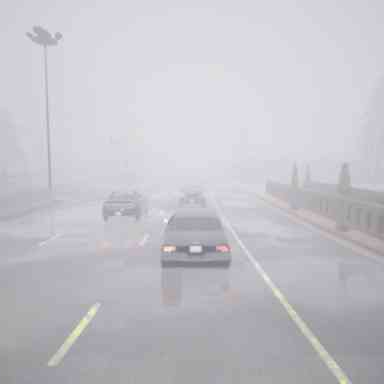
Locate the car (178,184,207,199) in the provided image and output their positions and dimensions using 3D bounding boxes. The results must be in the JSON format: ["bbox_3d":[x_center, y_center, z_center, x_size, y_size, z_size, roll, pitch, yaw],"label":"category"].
[{"bbox_3d":[0.046,0.195,23.000,1.812,1.442,4.674,0,5,1],"label":"car"}]

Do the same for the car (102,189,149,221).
[{"bbox_3d":[-3.465,0.593,17.956,2.128,1.511,4.902,0,5,0],"label":"car"}]

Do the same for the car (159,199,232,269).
[{"bbox_3d":[0.076,1.209,10.064,2.033,1.411,5.357,0,3,0],"label":"car"}]
